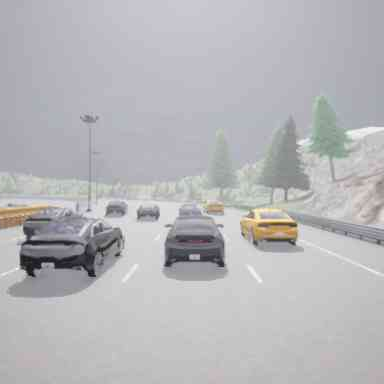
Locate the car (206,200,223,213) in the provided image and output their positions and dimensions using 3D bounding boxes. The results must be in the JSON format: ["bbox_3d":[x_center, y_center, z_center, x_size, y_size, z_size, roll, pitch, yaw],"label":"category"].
[{"bbox_3d":[2.326,1.677,38.345,1.882,1.535,5.008,0,0,-7],"label":"car"}]

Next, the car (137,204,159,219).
[{"bbox_3d":[-3.983,1.761,30.800,1.895,1.301,4.718,0,0,-4],"label":"car"}]

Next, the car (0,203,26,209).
[{"bbox_3d":[-18.545,1.780,34.404,1.895,1.301,4.718,0,0,-6],"label":"car"}]

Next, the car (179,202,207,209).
[{"bbox_3d":[-0.225,1.688,26.816,2.033,1.411,5.357,0,0,-3],"label":"car"}]

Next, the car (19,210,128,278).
[{"bbox_3d":[-3.419,1.547,10.343,2.128,1.511,4.902,0,0,0],"label":"car"}]

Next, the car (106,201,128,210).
[{"bbox_3d":[-7.880,1.689,35.052,1.837,1.490,4.892,0,0,-6],"label":"car"}]

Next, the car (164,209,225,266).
[{"bbox_3d":[0.086,1.568,11.740,1.837,1.490,4.892,0,0,0],"label":"car"}]

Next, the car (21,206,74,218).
[{"bbox_3d":[-6.944,1.584,17.406,2.128,1.511,4.902,0,0,-1],"label":"car"}]

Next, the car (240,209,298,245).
[{"bbox_3d":[3.561,1.562,16.091,1.882,1.535,5.008,0,0,-1],"label":"car"}]
